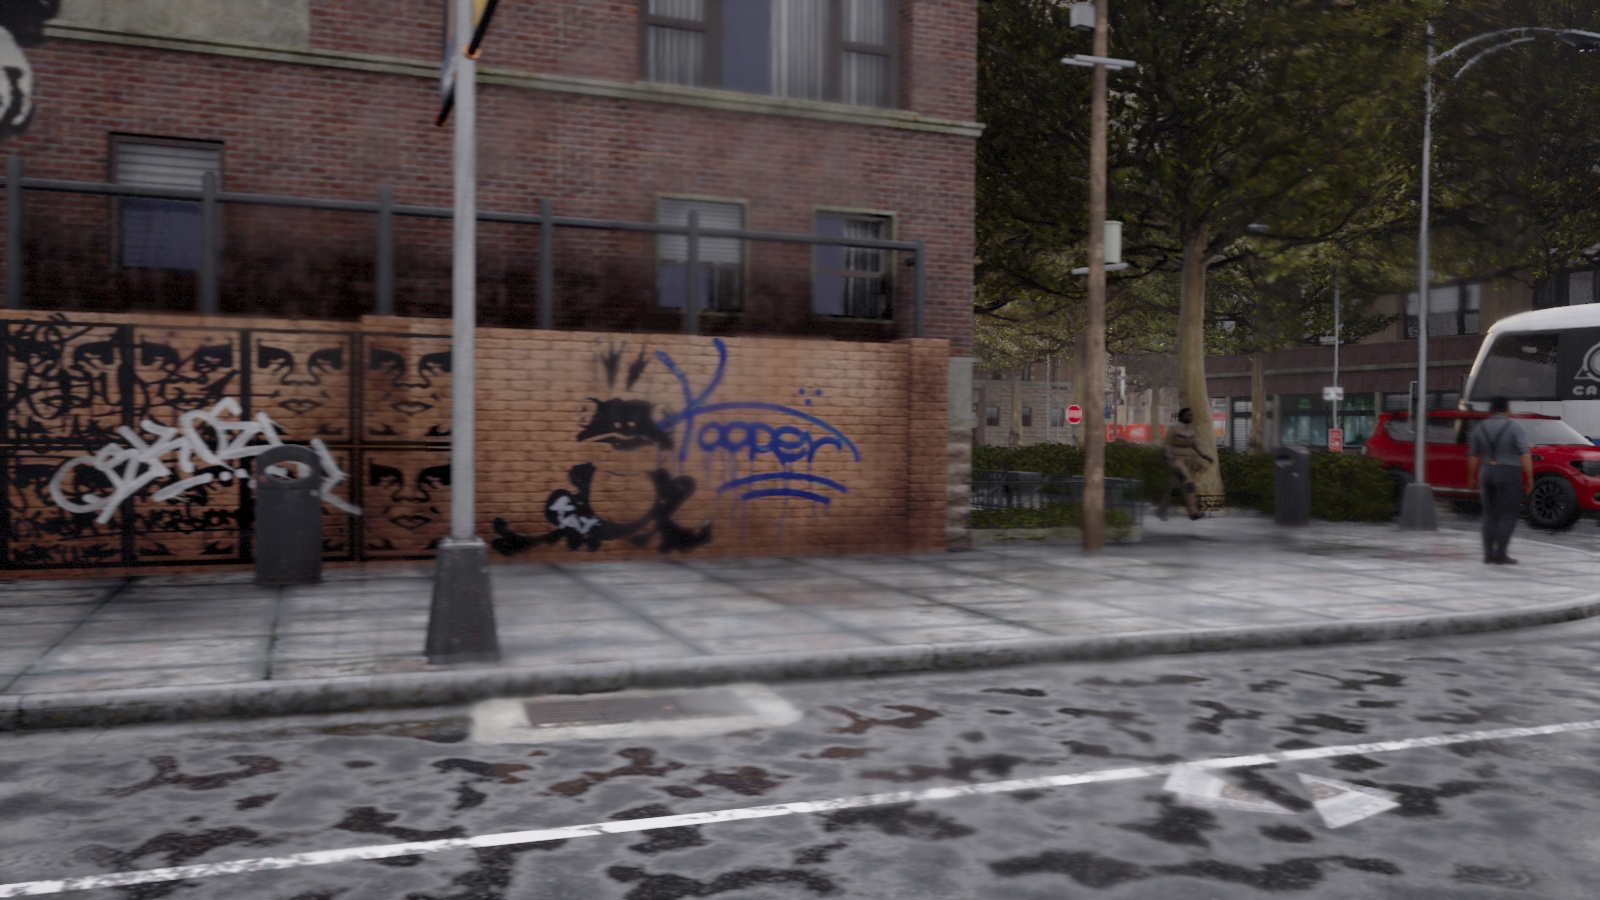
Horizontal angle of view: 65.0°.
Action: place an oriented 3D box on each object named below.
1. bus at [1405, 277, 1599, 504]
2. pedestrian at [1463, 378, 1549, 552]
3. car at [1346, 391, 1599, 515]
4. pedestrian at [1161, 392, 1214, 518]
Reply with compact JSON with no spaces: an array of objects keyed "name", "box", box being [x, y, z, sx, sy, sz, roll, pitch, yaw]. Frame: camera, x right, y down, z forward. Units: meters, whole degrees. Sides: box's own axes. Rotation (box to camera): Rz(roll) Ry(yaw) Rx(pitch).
[{"name":"bus","box":[17.341,-1.142,23.491,3.944,4.253,10.273,-1,1,-33]},{"name":"pedestrian","box":[7.727,0.151,13.754,0.694,1.848,0.540,-1,1,-30]},{"name":"car","box":[13.187,-0.003,23.501,2.150,2.045,5.566,-1,1,-21]},{"name":"pedestrian","box":[6.061,0.075,19.664,0.396,1.930,0.692,-1,1,-33]}]
